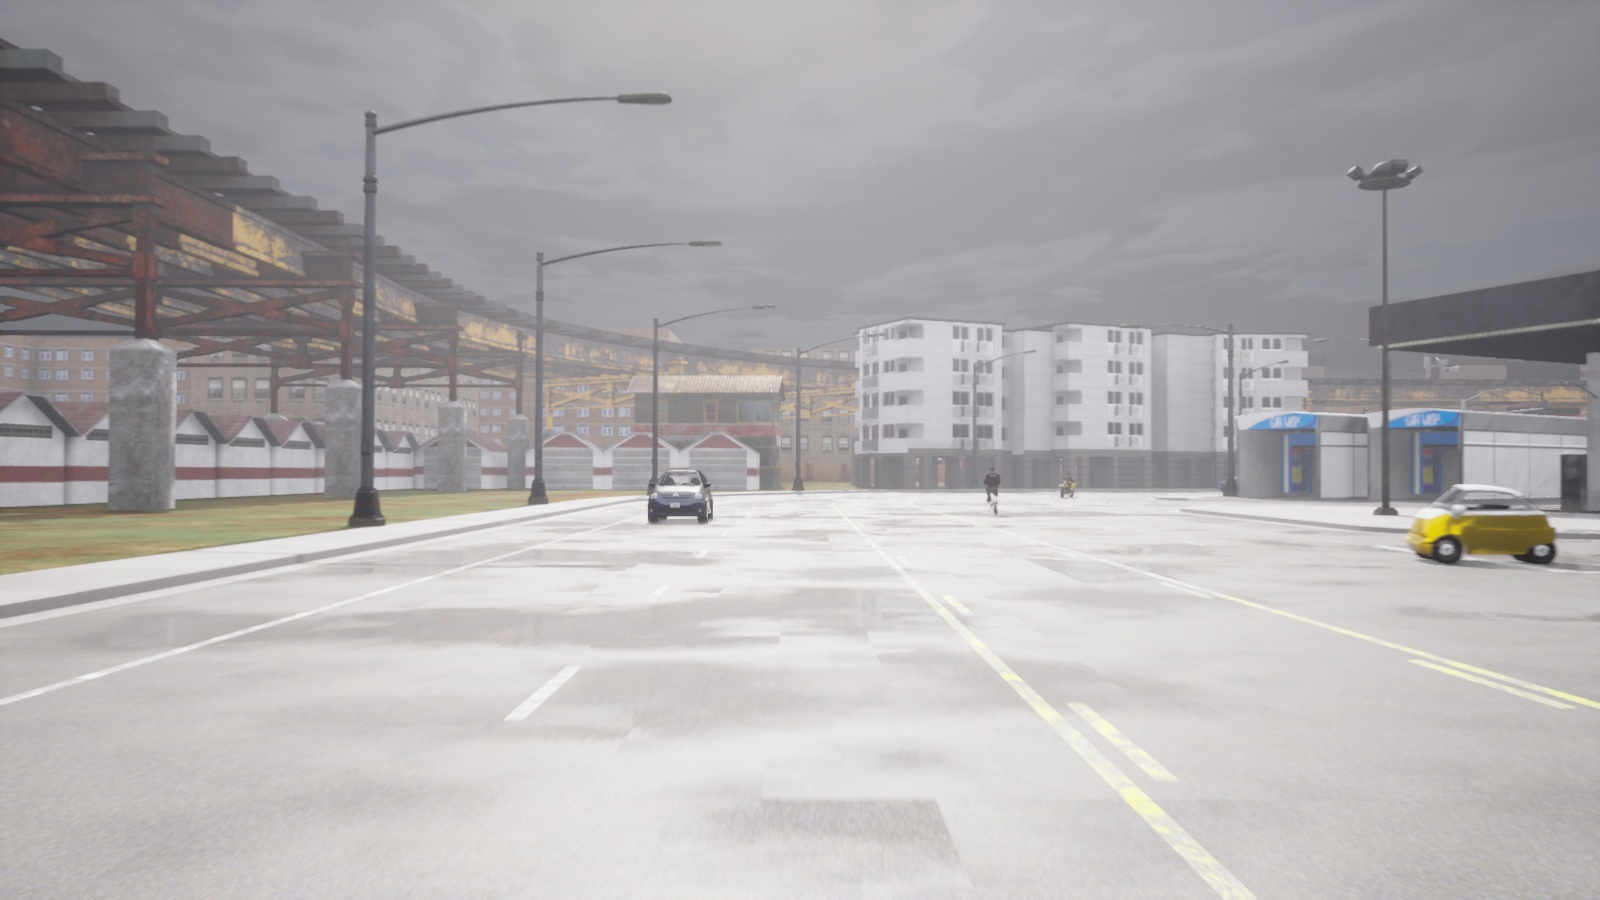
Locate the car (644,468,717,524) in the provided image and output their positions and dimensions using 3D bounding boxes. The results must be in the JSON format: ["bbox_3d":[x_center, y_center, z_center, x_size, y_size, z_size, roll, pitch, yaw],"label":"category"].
[{"bbox_3d":[-3.592,1.365,38.239,1.851,1.617,3.988,0,-1,0],"label":"car"}]

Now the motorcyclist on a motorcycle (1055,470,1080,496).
[{"bbox_3d":[16.124,1.995,75.691,0.797,1.523,2.044,0,-1,34],"label":"motorcyclist on a motorcycle"}]

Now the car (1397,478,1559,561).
[{"bbox_3d":[11.919,1.192,22.205,2.207,1.376,1.481,0,0,13],"label":"car"}]
